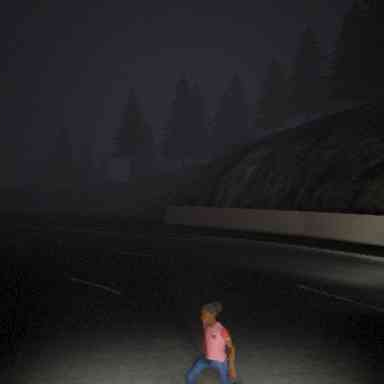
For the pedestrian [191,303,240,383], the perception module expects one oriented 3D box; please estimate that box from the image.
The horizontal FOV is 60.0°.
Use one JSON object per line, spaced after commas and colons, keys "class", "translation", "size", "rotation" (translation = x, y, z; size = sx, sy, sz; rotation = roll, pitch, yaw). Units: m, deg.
{"class": "pedestrian", "translation": [0.263, 1.294, 3.483], "size": [0.375, 1.860, 0.375], "rotation": [0, 0, -24]}
